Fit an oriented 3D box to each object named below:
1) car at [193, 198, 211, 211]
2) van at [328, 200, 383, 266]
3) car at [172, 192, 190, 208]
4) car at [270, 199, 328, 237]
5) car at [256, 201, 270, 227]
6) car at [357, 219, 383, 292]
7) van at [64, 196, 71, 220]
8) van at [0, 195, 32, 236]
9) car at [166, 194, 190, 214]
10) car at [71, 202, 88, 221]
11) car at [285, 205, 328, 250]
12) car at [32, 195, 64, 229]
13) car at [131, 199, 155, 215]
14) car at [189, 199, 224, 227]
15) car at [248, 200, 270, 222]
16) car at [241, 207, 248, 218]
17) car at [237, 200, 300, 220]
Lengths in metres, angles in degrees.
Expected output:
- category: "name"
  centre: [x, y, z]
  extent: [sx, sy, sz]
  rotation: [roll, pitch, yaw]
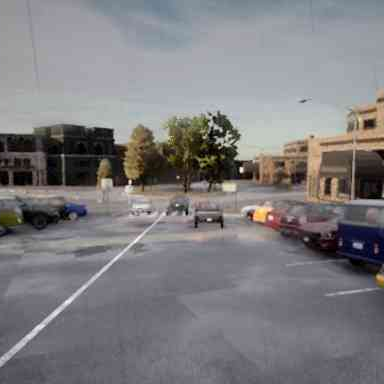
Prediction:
- category: "car"
  centre: [1.110, 1.431, 38.988]
  extent: [1.895, 1.301, 4.718]
  rotation: [0, 1, -1]
- category: "van"
  centre: [6.512, 1.214, 9.730]
  extent: [4.442, 1.987, 1.878]
  rotation: [1, 0, -20]
- category: "car"
  centre: [-1.385, 1.021, 44.276]
  extent: [2.097, 1.767, 4.553]
  rotation: [0, 2, 1]
- category: "car"
  centre: [6.346, 1.293, 15.575]
  extent: [4.553, 1.767, 2.185]
  rotation: [1, 0, -20]
- category: "car"
  centre: [6.386, 1.439, 18.545]
  extent: [4.792, 1.488, 2.163]
  rotation: [1, 0, -20]
- category: "car"
  centre: [6.232, 1.443, 6.688]
  extent: [5.366, 1.575, 1.946]
  rotation: [1, 0, -20]
- category: "van"
  centre: [-10.859, 1.211, 22.674]
  extent: [4.442, 1.987, 1.878]
  rotation: [-1, 0, -18]
- category: "van"
  centre: [-10.810, 1.225, 16.758]
  extent: [4.442, 1.987, 1.878]
  rotation: [-1, 0, -18]
- category: "car"
  centre: [-1.384, 1.248, 33.249]
  extent: [2.097, 1.767, 4.553]
  rotation: [0, 0, 0]
- category: "car"
  centre: [-10.656, 1.426, 25.710]
  extent: [5.008, 1.535, 2.097]
  rotation: [-1, 0, -18]
- category: "car"
  centre: [6.395, 1.429, 12.632]
  extent: [5.008, 1.535, 2.097]
  rotation: [1, 0, -20]
- category: "car"
  centre: [-10.809, 1.192, 19.729]
  extent: [5.566, 2.045, 2.435]
  rotation: [-1, 0, -18]
- category: "car"
  centre: [-4.723, 1.428, 32.565]
  extent: [1.812, 1.442, 4.674]
  rotation: [0, 0, 1]
- category: "car"
  centre: [1.089, 1.422, 22.206]
  extent: [2.128, 1.511, 4.902]
  rotation: [0, 0, 2]
- category: "car"
  centre: [6.315, 1.274, 21.475]
  extent: [4.553, 1.767, 2.185]
  rotation: [1, 0, -20]
- category: "car"
  centre: [6.299, 1.419, 24.420]
  extent: [4.792, 1.488, 2.163]
  rotation: [1, 0, -20]
- category: "car"
  centre: [6.307, 1.421, 27.383]
  extent: [4.674, 1.452, 2.002]
  rotation: [1, 0, -20]
